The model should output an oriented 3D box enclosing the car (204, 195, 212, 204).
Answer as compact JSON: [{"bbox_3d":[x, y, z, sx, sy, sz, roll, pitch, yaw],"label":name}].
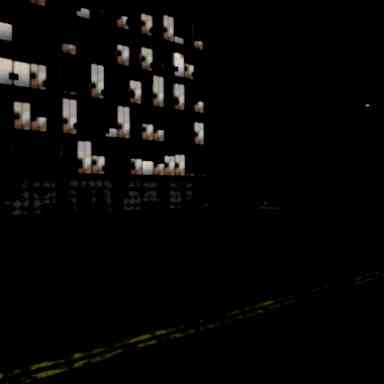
[{"bbox_3d":[1.971,1.522,70.539,2.150,2.045,5.566,-1,0,-33],"label":"car"}]

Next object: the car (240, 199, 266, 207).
[{"bbox_3d":[10.549,1.896,57.198,1.895,1.301,4.718,-1,0,-33],"label":"car"}]
